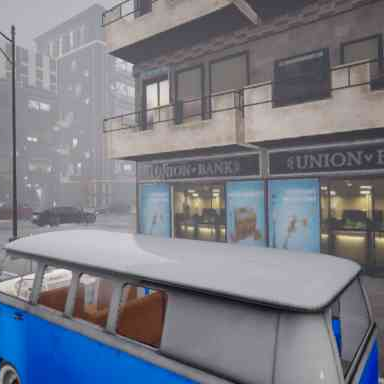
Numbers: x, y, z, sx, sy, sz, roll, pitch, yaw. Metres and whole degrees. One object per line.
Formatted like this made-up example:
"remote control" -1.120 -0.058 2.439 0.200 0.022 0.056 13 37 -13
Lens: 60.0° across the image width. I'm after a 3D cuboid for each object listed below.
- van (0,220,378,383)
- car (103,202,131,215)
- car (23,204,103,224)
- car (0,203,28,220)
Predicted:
"van" -0.422 1.342 3.162 3.998 1.788 1.690 0 -1 36
"car" -8.591 1.797 36.385 1.947 1.339 4.313 -2 -1 36
"car" -8.518 1.583 22.334 1.947 1.339 4.313 -2 -1 36
"car" -15.270 1.608 27.301 1.967 1.590 4.097 -2 -1 36
